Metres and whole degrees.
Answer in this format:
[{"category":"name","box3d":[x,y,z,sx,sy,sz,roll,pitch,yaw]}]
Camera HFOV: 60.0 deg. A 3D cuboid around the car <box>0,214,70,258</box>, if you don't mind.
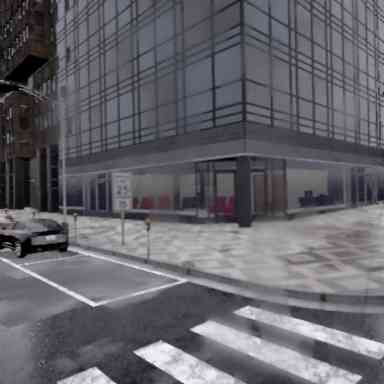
[{"category":"car","box3d":[-6.453,1.713,13.424,1.947,1.339,4.313,-1,0,-43]}]
